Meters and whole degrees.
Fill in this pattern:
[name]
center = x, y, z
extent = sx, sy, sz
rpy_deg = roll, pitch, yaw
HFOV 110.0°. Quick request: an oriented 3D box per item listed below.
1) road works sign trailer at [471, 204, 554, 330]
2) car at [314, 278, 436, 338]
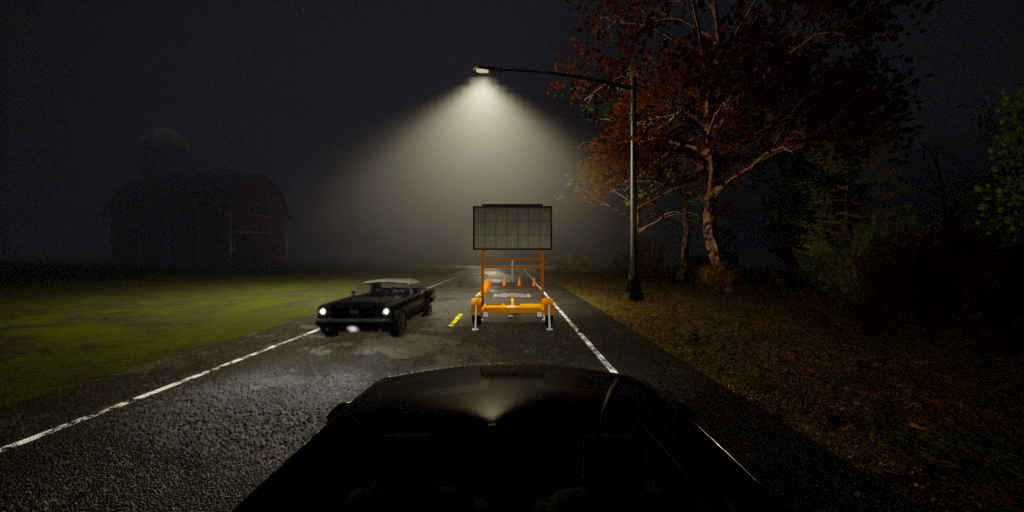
[road works sign trailer]
center = 0.012, 0.212, 11.053
extent = 2.380, 3.560, 2.880
rpy_deg = 0, 0, 0
[car]
center = -3.599, 1.349, 10.337
extent = 1.895, 1.301, 4.718
rpy_deg = 0, 0, 0
